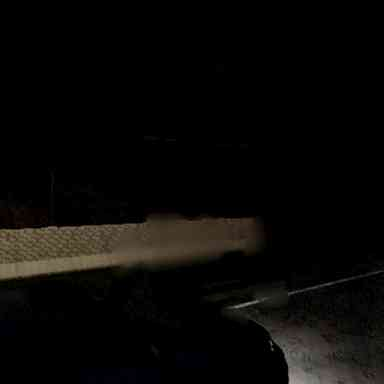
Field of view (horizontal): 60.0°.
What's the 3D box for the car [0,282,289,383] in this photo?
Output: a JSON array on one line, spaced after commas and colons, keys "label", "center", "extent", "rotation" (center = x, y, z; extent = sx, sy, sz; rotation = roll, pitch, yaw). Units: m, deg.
[{"label": "car", "center": [-1.064, 1.568, 2.949], "extent": [4.181, 1.385, 1.994], "rotation": [1, 0, -35]}]
